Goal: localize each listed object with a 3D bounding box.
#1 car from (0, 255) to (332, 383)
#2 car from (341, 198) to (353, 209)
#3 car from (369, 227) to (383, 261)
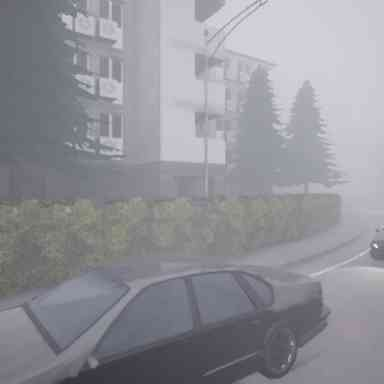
[{"bbox_3d":[-0.517,1.546,3.922,5.357,1.411,2.033,0,0,-37],"label":"car"},{"bbox_3d":[19.002,1.464,44.034,2.128,1.511,4.902,0,0,-17],"label":"car"},{"bbox_3d":[7.735,1.539,11.596,2.033,1.411,5.357,0,0,40],"label":"car"}]
